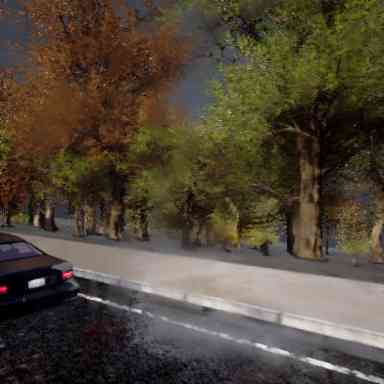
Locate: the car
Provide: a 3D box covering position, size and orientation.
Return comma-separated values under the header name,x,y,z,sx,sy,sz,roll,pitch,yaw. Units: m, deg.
name,x,y,z,sx,sy,sz,roll,pitch,yaw
car,-4.622,1.564,6.980,5.357,1.411,2.033,0,0,35
